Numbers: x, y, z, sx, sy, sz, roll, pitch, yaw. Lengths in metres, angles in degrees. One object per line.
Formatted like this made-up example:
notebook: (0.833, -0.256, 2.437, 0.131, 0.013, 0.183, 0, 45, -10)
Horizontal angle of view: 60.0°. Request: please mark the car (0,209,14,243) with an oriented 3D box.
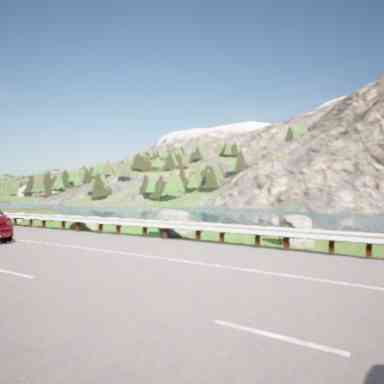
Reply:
car: (-9.646, 1.249, 13.896, 4.553, 1.767, 2.097, 0, 1, 29)
